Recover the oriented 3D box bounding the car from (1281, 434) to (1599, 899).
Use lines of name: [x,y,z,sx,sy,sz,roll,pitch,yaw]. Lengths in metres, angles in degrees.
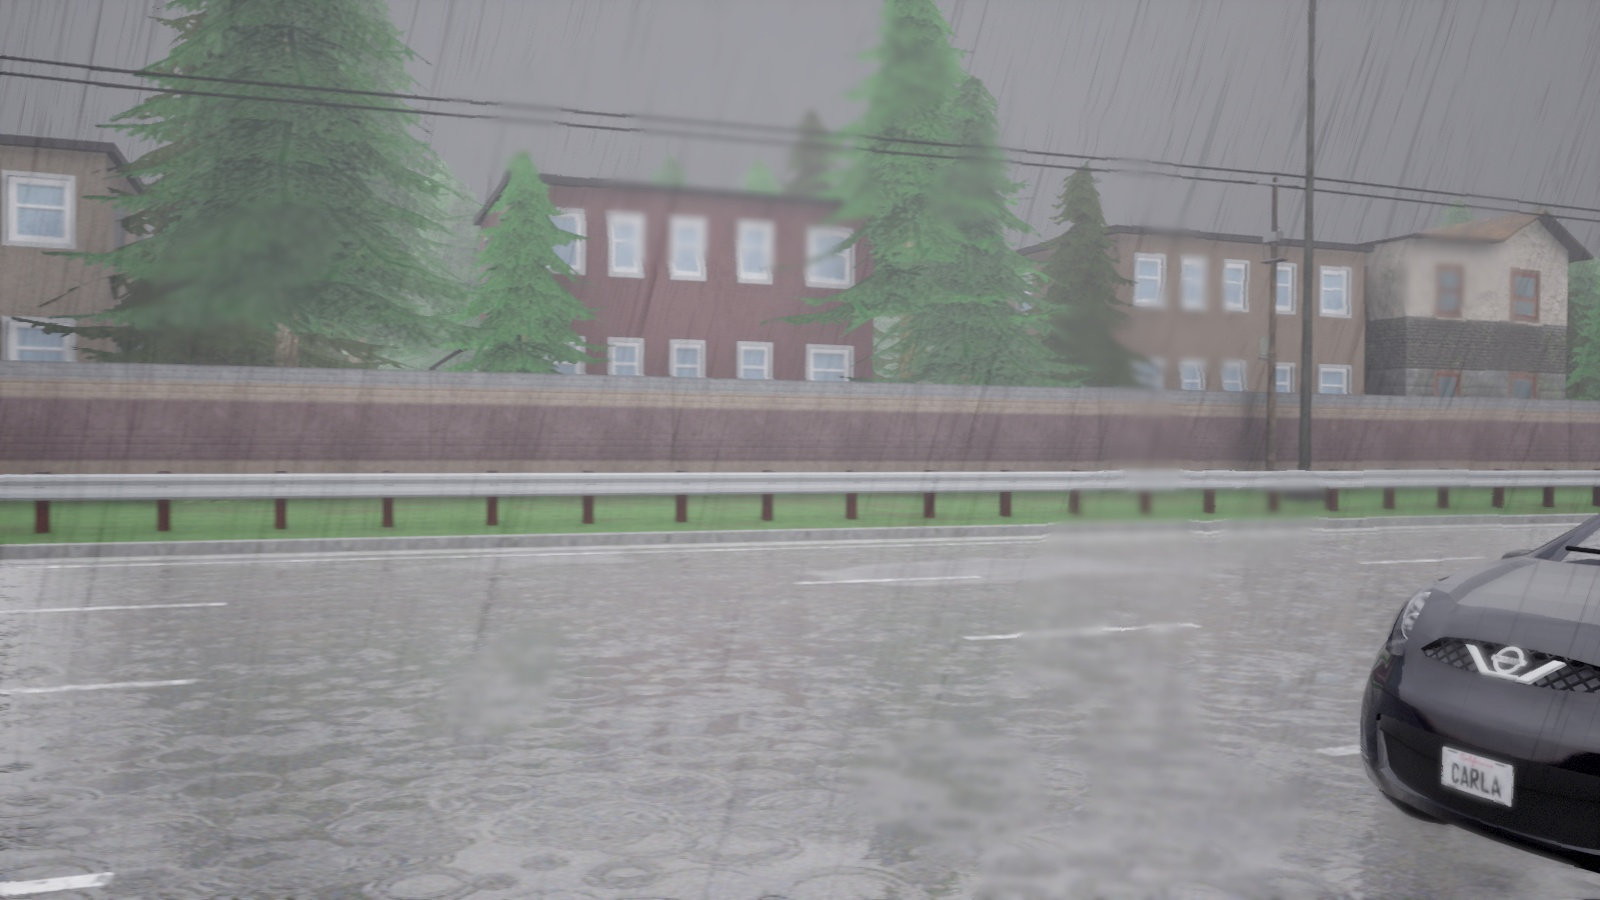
car: [3.925,0.691,4.729,3.633,1.501,1.845,-1,1,-21]
